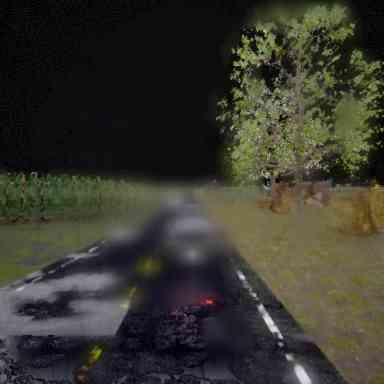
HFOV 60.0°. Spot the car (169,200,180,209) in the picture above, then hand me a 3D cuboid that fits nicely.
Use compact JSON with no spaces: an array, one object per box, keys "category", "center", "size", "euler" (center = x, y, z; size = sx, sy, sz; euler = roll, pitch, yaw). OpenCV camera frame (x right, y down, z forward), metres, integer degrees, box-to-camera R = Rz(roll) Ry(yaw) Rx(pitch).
[{"category":"car","center":[-2.800,2.064,56.738],"size":[1.812,1.442,4.674],"euler":[0,0,1]}]

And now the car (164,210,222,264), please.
[{"category":"car","center":[0.048,1.637,12.350],"size":[1.837,1.490,4.892],"euler":[0,0,1]}]

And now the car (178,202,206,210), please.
[{"category":"car","center":[0.051,1.783,27.352],"size":[1.837,1.490,4.892],"euler":[0,0,1]}]
